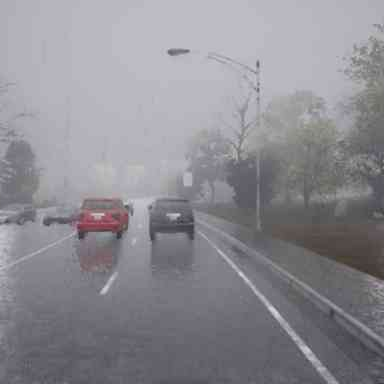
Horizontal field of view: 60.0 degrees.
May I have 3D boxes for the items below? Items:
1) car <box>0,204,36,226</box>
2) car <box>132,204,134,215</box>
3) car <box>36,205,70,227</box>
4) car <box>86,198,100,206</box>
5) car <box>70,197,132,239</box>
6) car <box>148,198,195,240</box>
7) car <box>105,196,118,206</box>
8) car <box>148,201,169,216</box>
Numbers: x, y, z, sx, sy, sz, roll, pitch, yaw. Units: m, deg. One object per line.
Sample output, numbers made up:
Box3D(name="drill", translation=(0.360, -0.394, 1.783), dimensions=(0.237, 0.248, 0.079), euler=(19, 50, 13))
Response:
Box3D(name="car", translation=(-12.731, 1.607, 24.154), dimensions=(2.128, 1.511, 4.902), euler=(0, 0, -8))
Box3D(name="car", translation=(-7.205, 1.694, 35.570), dimensions=(1.812, 1.442, 4.674), euler=(0, 0, -9))
Box3D(name="car", translation=(-9.177, 1.663, 24.118), dimensions=(2.033, 1.411, 5.357), euler=(0, 0, -8))
Box3D(name="car", translation=(-19.248, 1.945, 64.986), dimensions=(2.033, 1.411, 5.357), euler=(0, -1, -9))
Box3D(name="car", translation=(-4.707, 1.309, 18.159), dimensions=(2.150, 2.045, 5.566), euler=(0, 0, -6))
Box3D(name="car", translation=(-1.143, 1.307, 17.749), dimensions=(2.150, 2.045, 5.566), euler=(0, 0, -6))
Box3D(name="car", translation=(-15.715, 1.753, 65.015), dimensions=(2.097, 1.767, 4.553), euler=(0, -1, -9))
Box3D(name="car", translation=(-3.634, 1.731, 35.376), dimensions=(1.994, 1.385, 4.181), euler=(0, 0, -9))
